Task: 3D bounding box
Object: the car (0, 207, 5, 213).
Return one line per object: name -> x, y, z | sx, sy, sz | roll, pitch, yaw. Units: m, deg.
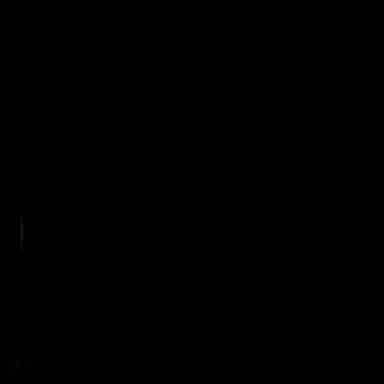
car -> -47.817, 4.402, 82.326 | 2.128, 1.511, 4.902 | -1, -3, -14
